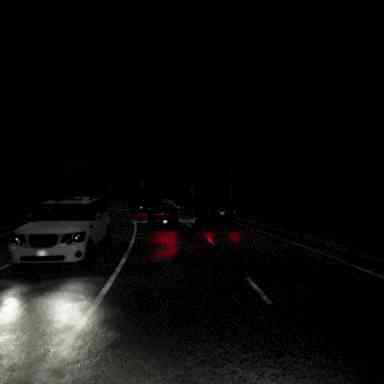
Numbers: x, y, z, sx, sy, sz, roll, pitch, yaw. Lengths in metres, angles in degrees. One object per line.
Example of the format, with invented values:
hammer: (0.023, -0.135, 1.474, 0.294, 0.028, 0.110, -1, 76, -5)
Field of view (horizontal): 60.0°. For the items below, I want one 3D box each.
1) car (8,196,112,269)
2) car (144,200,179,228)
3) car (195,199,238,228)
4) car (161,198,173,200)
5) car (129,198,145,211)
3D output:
car: (-4.243, 1.231, 11.685, 2.150, 2.045, 5.566, 0, 1, -4)
car: (-1.987, 1.504, 22.056, 1.837, 1.490, 4.892, 0, 0, -10)
car: (1.504, 1.324, 22.237, 2.097, 1.767, 4.553, -1, 0, -9)
car: (-3.158, 1.509, 41.346, 1.812, 1.442, 4.674, -1, 0, -17)
car: (-6.486, 1.525, 40.264, 1.837, 1.490, 4.892, -1, 0, -17)
